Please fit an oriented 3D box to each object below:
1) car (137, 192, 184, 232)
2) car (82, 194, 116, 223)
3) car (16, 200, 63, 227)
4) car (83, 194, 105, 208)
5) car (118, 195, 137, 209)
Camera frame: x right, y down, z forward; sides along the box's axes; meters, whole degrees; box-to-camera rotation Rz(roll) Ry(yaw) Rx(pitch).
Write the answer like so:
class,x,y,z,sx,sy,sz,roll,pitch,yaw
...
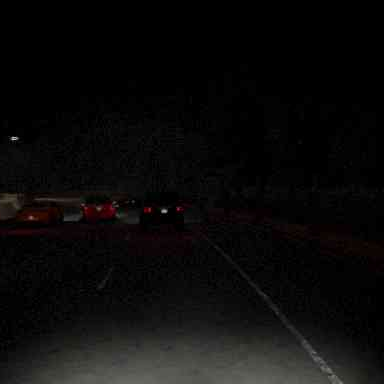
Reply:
class,x,y,z,sx,sy,sz,roll,pitch,yaw
car,-1.819,0.997,18.764,2.150,2.045,5.566,0,1,-10
car,-6.451,1.083,23.385,2.097,1.767,4.553,0,1,-13
car,-9.394,1.246,20.831,1.882,1.535,5.008,0,1,-11
car,-11.875,1.035,40.094,2.128,1.511,4.902,0,1,-22
car,-7.240,1.102,38.187,2.033,1.411,5.357,0,1,-21
